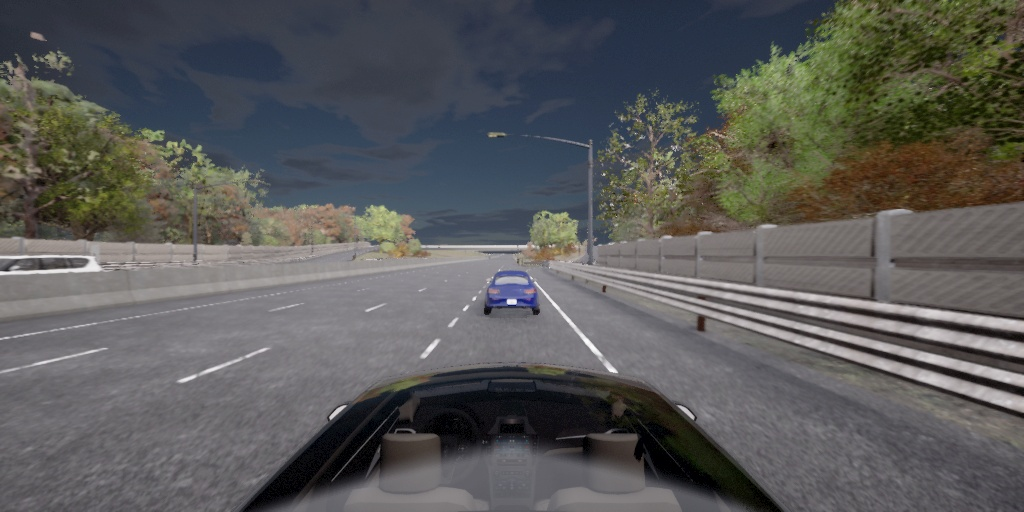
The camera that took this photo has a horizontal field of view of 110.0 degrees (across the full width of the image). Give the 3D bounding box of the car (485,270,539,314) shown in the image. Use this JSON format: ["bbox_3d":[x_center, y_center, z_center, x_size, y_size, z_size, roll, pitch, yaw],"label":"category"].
[{"bbox_3d":[-0.005,1.265,13.504,1.812,1.442,4.674,0,0,0],"label":"car"}]

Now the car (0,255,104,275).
[{"bbox_3d":[-21.104,0.961,15.266,2.150,2.045,5.566,0,0,0],"label":"car"}]
